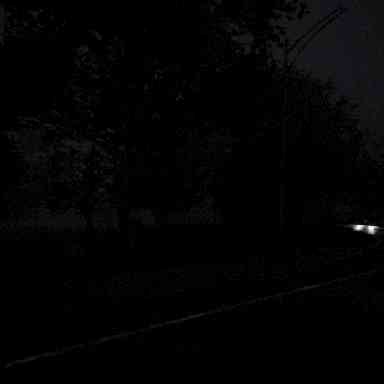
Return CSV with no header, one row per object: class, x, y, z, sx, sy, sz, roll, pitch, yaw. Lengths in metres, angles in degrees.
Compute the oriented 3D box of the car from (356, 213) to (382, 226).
car,19.175,2.923,35.993,1.994,1.385,4.181,1,-2,37
